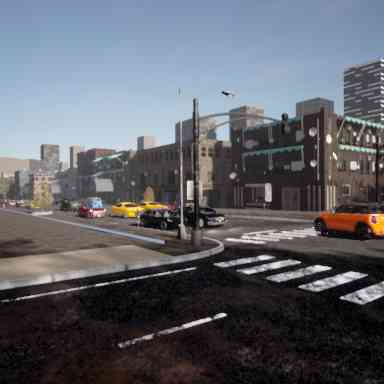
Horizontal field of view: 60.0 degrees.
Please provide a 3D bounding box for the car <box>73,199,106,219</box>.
[{"bbox_3d":[-10.254,1.841,34.154,1.967,1.590,4.097,-2,0,-37],"label":"car"}]

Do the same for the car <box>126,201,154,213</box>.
[{"bbox_3d":[-6.861,1.958,43.609,1.802,1.307,4.206,-2,0,-37],"label":"car"}]

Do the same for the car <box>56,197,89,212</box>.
[{"bbox_3d":[-17.324,1.767,48.024,2.150,2.045,5.566,-1,0,-36],"label":"car"}]

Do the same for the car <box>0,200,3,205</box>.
[{"bbox_3d":[-43.428,2.541,78.462,2.008,1.369,4.403,-1,0,-37],"label":"car"}]

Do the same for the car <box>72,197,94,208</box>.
[{"bbox_3d":[-20.138,1.931,61.331,2.192,1.841,5.009,-2,0,-37],"label":"car"}]

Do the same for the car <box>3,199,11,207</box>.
[{"bbox_3d":[-40.112,2.374,74.030,1.967,1.590,4.097,-1,0,-37],"label":"car"}]

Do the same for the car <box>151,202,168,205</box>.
[{"bbox_3d":[-4.905,1.805,36.688,1.882,1.535,5.008,-1,0,-37],"label":"car"}]

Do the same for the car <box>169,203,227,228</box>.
[{"bbox_3d":[0.509,1.714,24.157,1.837,1.490,4.892,-1,0,-34],"label":"car"}]

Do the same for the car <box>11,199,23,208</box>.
[{"bbox_3d":[-33.475,2.370,65.170,2.008,1.369,4.403,-1,0,-37],"label":"car"}]

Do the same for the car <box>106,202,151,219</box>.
[{"bbox_3d":[-6.460,1.819,33.427,1.882,1.535,5.008,-1,0,-37],"label":"car"}]

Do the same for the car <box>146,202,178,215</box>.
[{"bbox_3d":[-3.544,1.896,39.179,1.802,1.307,4.206,-2,0,-37],"label":"car"}]

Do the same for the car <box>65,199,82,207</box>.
[{"bbox_3d":[-23.450,2.219,65.763,1.887,1.381,4.507,-2,0,-37],"label":"car"}]

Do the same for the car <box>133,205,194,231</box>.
[{"bbox_3d":[-2.031,1.810,22.974,1.947,1.339,4.313,-2,0,-37],"label":"car"}]

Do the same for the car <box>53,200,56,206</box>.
[{"bbox_3d":[-30.085,2.355,74.625,1.947,1.339,4.313,-2,0,-37],"label":"car"}]

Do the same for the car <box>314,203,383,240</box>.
[{"bbox_3d":[8.489,1.362,17.419,2.097,1.767,4.553,-1,0,-17],"label":"car"}]

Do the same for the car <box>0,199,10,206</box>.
[{"bbox_3d":[-46.745,2.591,82.891,1.887,1.381,4.507,-1,0,-37],"label":"car"}]

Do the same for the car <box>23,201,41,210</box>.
[{"bbox_3d":[-26.738,2.227,56.172,1.752,1.417,4.829,-1,0,-37],"label":"car"}]
